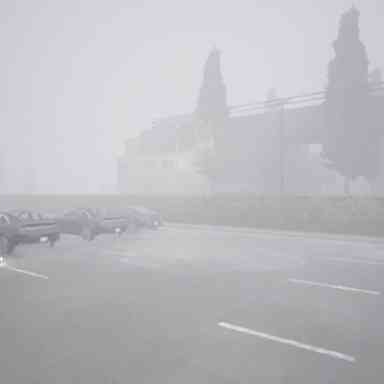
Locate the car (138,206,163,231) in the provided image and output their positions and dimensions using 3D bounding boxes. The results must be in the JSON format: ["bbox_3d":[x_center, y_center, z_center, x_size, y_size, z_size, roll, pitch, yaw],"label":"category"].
[{"bbox_3d":[-3.811,1.526,19.536,4.674,1.442,1.812,0,0,36],"label":"car"}]

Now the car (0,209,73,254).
[{"bbox_3d":[-7.305,1.493,13.424,4.902,1.511,2.128,0,0,36],"label":"car"}]

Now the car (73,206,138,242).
[{"bbox_3d":[-5.278,1.493,16.277,4.902,1.511,2.128,0,0,36],"label":"car"}]
